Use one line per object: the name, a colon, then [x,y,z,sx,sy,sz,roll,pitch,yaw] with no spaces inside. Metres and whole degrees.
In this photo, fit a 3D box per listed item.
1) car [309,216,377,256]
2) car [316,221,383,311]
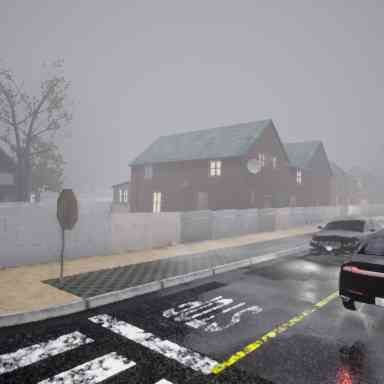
car: [6.342,1.747,13.293,1.837,1.490,4.892,0,-1,42]
car: [4.738,1.626,7.190,2.128,1.511,4.902,0,-1,42]
